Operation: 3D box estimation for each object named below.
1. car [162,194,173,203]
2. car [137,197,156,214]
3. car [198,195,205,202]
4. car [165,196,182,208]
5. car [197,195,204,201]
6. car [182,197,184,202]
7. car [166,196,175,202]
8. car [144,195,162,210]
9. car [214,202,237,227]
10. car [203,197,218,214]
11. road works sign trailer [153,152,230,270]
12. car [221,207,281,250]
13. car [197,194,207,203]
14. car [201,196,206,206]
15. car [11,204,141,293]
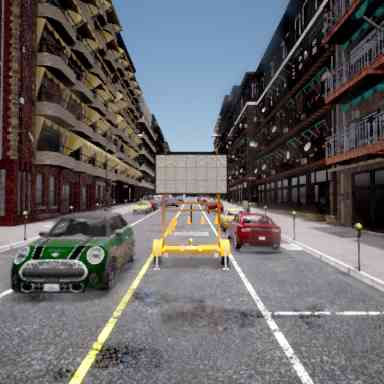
[{"bbox_3d":[-5.442,1.518,75.248,2.192,1.841,5.009,1,0,0],"label":"car"},{"bbox_3d":[-5.368,1.589,36.365,1.752,1.417,4.829,2,0,0],"label":"car"},{"bbox_3d":[2.467,1.678,58.612,1.887,1.381,4.507,1,0,0],"label":"car"},{"bbox_3d":[-2.948,1.649,49.805,2.033,1.411,5.357,0,0,0],"label":"car"},{"bbox_3d":[2.366,1.726,91.799,1.967,1.590,4.097,1,0,0],"label":"car"},{"bbox_3d":[-2.907,1.707,77.955,2.128,1.511,4.902,0,0,0],"label":"car"},{"bbox_3d":[-5.471,1.822,86.310,1.947,1.339,4.313,1,0,0],"label":"car"},{"bbox_3d":[-5.374,1.394,42.067,2.192,1.841,5.009,2,0,0],"label":"car"},{"bbox_3d":[2.546,1.551,20.068,1.752,1.417,4.829,1,0,0],"label":"car"},{"bbox_3d":[2.512,1.609,36.488,1.887,1.381,4.507,1,0,0],"label":"car"},{"bbox_3d":[-0.022,0.475,11.027,2.380,3.560,2.880,0,0,0],"label":"road works sign trailer"},{"bbox_3d":[2.557,1.561,14.366,1.887,1.381,4.507,1,0,0],"label":"car"},{"bbox_3d":[2.392,1.544,80.736,2.192,1.841,5.009,1,0,0],"label":"car"},{"bbox_3d":[2.500,1.629,42.020,2.008,1.369,4.403,1,0,0],"label":"car"},{"bbox_3d":[-2.868,1.361,9.028,2.097,1.767,4.553,0,0,0],"label":"car"}]
